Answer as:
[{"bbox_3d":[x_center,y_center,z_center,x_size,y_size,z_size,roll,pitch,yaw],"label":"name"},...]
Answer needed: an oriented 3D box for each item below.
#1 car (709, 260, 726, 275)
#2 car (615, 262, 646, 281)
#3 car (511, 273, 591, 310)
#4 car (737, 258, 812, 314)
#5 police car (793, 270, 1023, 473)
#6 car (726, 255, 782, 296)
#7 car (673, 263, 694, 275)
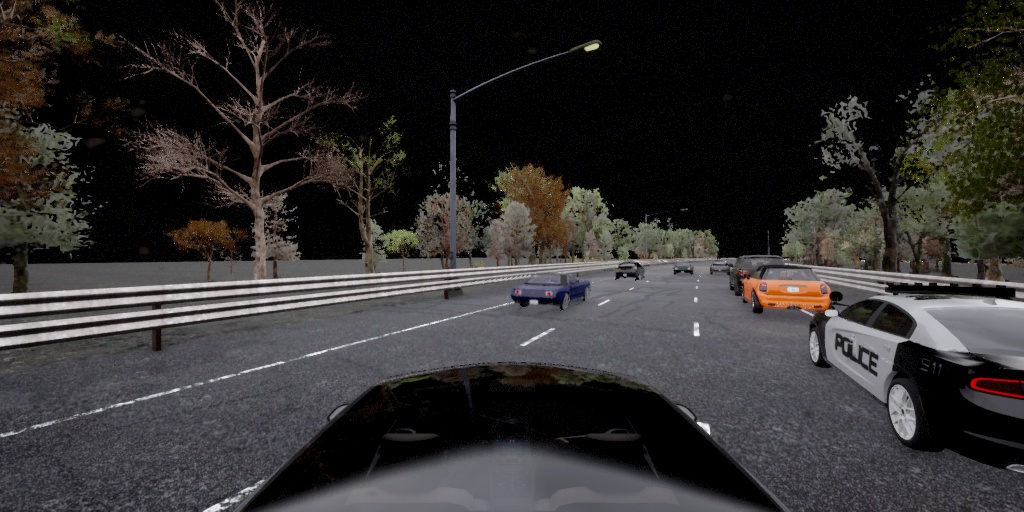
[{"bbox_3d":[22.676,1.262,39.120,2.128,1.511,4.902,0,0,30],"label":"car"},{"bbox_3d":[10.194,1.263,30.779,1.837,1.490,4.892,0,0,28],"label":"car"},{"bbox_3d":[1.800,1.351,14.762,1.895,1.301,4.718,0,0,27],"label":"car"},{"bbox_3d":[10.035,1.102,13.446,2.097,1.767,4.553,0,0,27],"label":"car"},{"bbox_3d":[5.644,1.175,4.758,1.930,1.638,5.238,0,0,26],"label":"police car"},{"bbox_3d":[12.789,0.978,18.759,2.150,2.045,5.566,0,0,28],"label":"car"},{"bbox_3d":[18.947,1.369,39.452,1.895,1.301,4.718,0,0,29],"label":"car"}]
